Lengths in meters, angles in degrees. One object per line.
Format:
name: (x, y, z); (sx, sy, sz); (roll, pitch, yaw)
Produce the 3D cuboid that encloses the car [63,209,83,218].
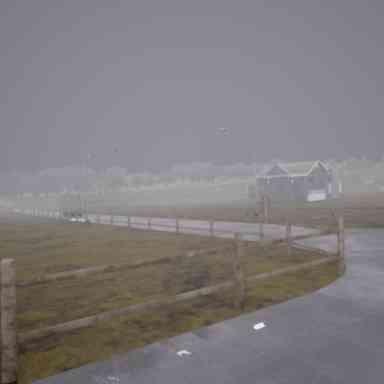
car: (-18.047, 3.220, 50.377); (1.895, 1.301, 4.718); (-4, 0, -36)
